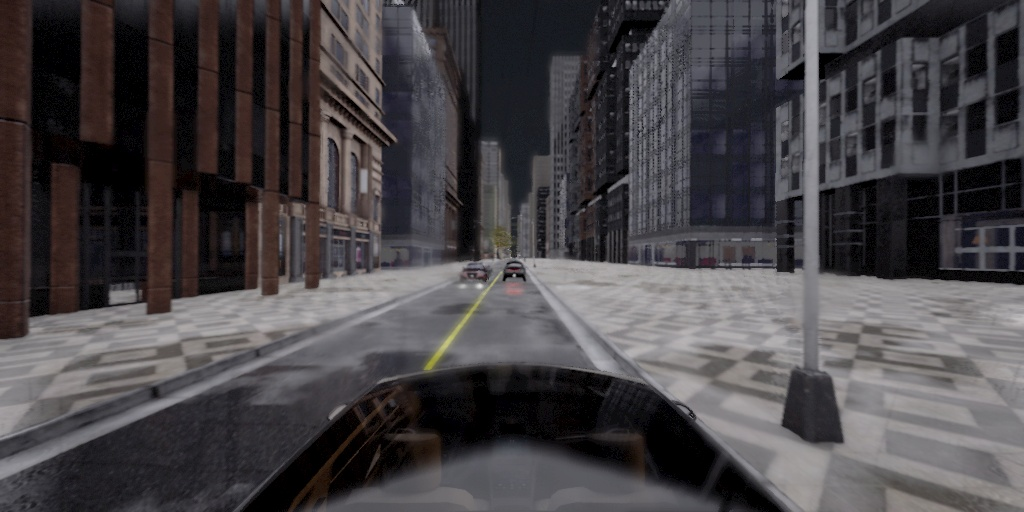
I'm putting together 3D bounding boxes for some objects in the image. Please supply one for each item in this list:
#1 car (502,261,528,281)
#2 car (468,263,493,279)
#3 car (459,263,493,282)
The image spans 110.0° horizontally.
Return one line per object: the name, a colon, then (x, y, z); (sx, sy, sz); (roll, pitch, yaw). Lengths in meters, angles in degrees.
car: (0.213, 1.228, 29.530); (1.837, 1.490, 4.892); (0, 0, 1)
car: (-2.821, 1.304, 33.161); (1.895, 1.301, 4.718); (0, 0, 0)
car: (-2.853, 1.282, 27.900); (1.994, 1.385, 4.181); (0, 0, 0)
